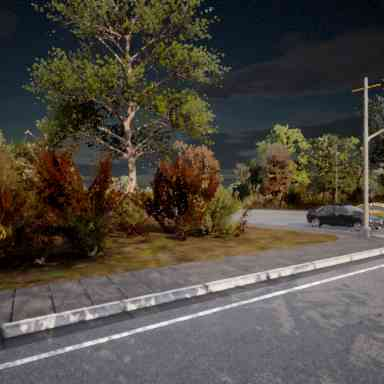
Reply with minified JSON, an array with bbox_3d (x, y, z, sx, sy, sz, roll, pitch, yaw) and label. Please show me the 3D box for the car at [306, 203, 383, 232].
[{"bbox_3d":[9.419,1.545,20.560,1.837,1.490,4.892,0,0,-33],"label":"car"}]
